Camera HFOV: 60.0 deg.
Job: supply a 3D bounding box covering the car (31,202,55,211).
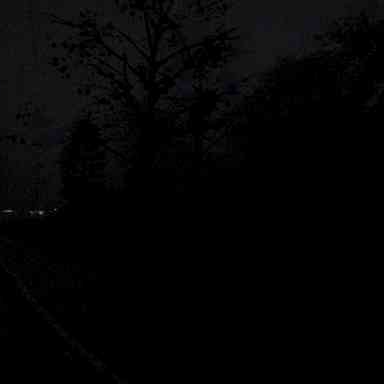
[{"bbox_3d":[-23.951,2.363,53.648,1.837,1.490,4.892,0,-2,4],"label":"car"}]
